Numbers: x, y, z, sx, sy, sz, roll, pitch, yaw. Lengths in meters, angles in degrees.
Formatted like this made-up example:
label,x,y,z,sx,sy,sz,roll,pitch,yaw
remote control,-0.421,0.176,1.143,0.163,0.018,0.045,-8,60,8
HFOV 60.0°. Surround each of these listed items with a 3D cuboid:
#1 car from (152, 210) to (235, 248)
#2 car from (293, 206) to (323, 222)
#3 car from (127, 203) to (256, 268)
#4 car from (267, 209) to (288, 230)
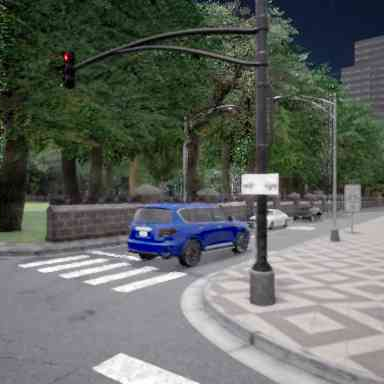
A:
label,x,y,z,sx,sy,sz,roll,pitch,yaw
car,0.270,1.788,17.556,1.882,1.535,5.008,0,-1,35
car,11.872,2.206,33.995,1.882,1.535,5.008,0,-1,36
car,0.099,1.448,12.508,2.150,2.045,5.566,0,-1,37
car,5.886,2.036,25.518,1.812,1.442,4.674,0,-1,35
